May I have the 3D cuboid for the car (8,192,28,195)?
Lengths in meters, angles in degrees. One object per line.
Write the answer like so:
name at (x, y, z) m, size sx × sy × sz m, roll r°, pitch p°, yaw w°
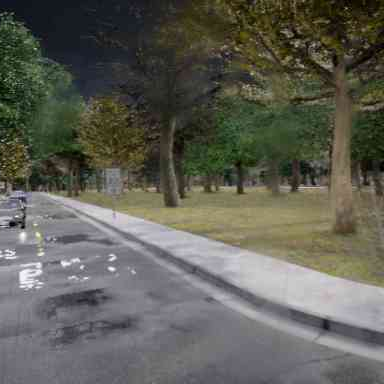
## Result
car at (-21.178, 0.636, 40.483) m, size 1.882 × 1.535 × 5.008 m, roll -2°, pitch 2°, yaw -26°

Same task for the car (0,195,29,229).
car at (-9.913, 1.145, 17.806) m, size 2.128 × 1.511 × 4.902 m, roll -2°, pitch 2°, yaw -26°
